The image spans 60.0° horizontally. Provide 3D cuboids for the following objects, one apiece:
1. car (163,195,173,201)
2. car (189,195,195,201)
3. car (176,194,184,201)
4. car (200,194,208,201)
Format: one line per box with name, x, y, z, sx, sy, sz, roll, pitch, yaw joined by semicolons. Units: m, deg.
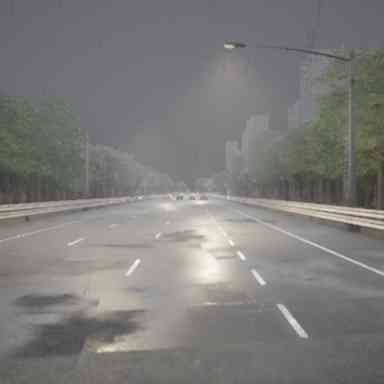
car;-7.028;1.666;92.869;2.128;1.511;4.902;0;0;0
car;-0.028;1.739;93.317;1.895;1.301;4.718;0;0;0
car;-3.528;1.641;92.870;1.837;1.490;4.892;0;0;0
car;3.472;1.669;93.288;1.812;1.442;4.674;0;0;0
